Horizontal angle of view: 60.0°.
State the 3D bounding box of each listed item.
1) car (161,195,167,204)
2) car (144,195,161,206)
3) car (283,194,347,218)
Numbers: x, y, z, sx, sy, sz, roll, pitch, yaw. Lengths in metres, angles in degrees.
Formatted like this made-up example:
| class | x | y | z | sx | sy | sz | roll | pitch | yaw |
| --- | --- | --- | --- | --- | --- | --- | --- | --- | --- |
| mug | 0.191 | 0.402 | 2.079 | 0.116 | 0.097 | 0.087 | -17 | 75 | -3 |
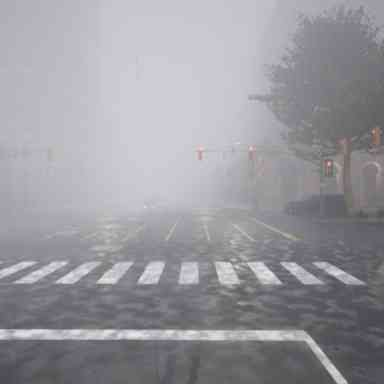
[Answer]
| class | x | y | z | sx | sy | sz | roll | pitch | yaw |
| --- | --- | --- | --- | --- | --- | --- | --- | --- | --- |
| car | -6.674 | 1.302 | 64.255 | 2.097 | 1.767 | 4.553 | 0 | 0 | 1 |
| car | -6.759 | 1.435 | 55.189 | 1.882 | 1.535 | 5.008 | 0 | 0 | 1 |
| car | 10.966 | 1.200 | 29.297 | 5.566 | 2.045 | 2.150 | 0 | 0 | 1 |
